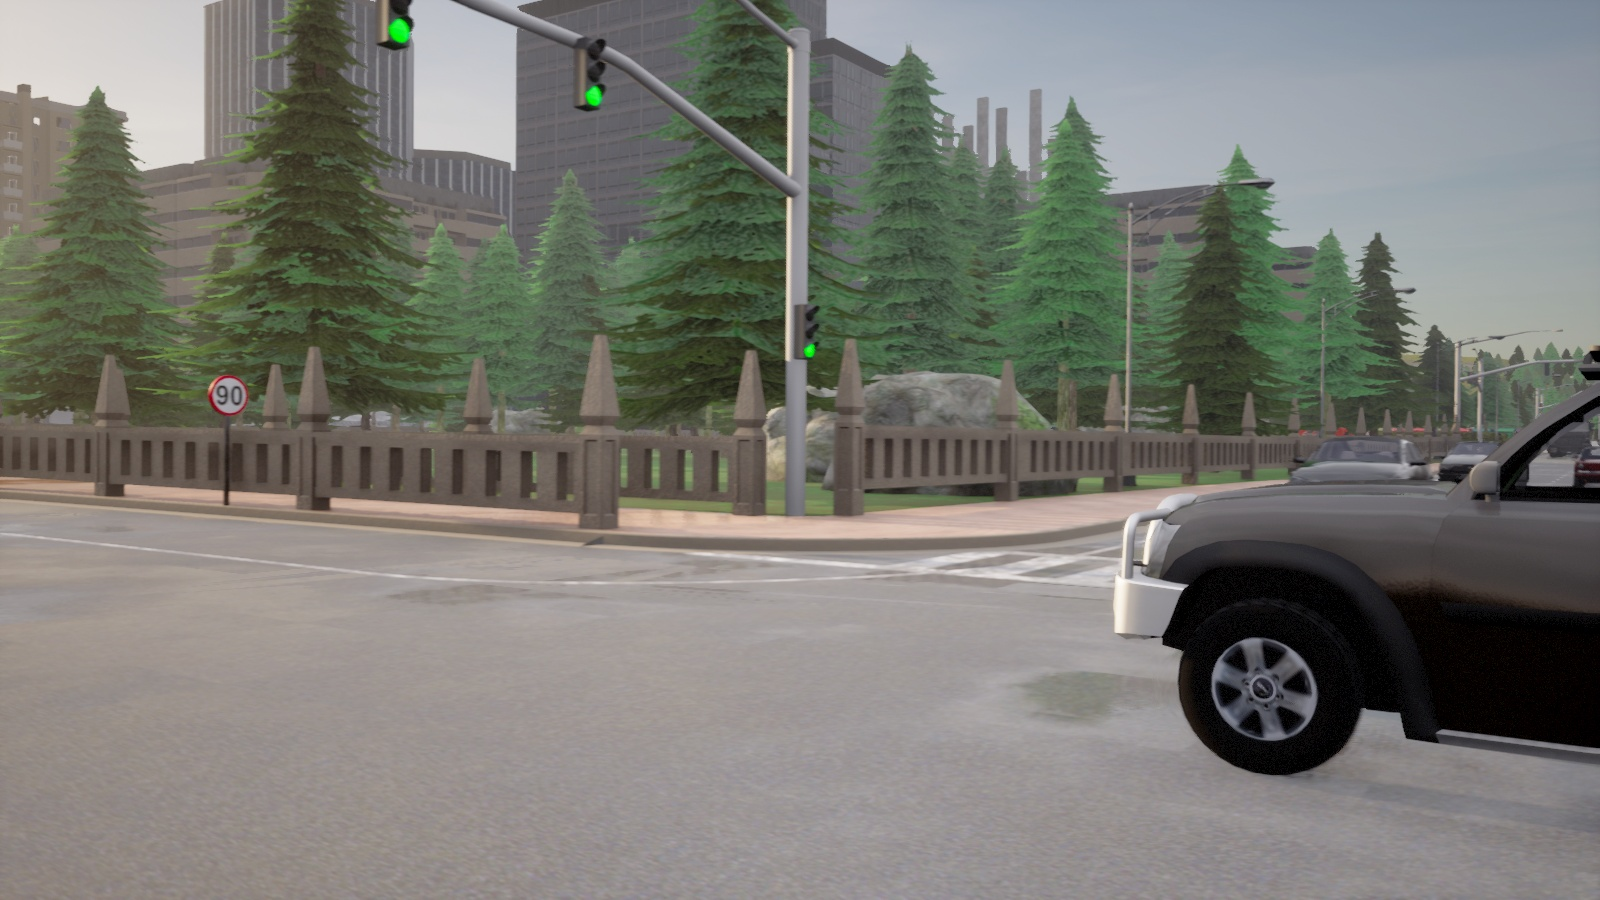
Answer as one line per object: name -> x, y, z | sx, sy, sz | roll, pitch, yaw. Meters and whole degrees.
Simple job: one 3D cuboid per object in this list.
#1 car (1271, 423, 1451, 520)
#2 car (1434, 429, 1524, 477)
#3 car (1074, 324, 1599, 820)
car -> 9.995, 0.295, 22.137 | 2.128, 1.511, 4.902 | 0, 1, 33
car -> 21.408, 0.046, 39.494 | 2.033, 1.411, 5.357 | 0, 1, 33
car -> 3.726, 0.441, 5.347 | 4.605, 1.855, 1.932 | 0, 1, 34
